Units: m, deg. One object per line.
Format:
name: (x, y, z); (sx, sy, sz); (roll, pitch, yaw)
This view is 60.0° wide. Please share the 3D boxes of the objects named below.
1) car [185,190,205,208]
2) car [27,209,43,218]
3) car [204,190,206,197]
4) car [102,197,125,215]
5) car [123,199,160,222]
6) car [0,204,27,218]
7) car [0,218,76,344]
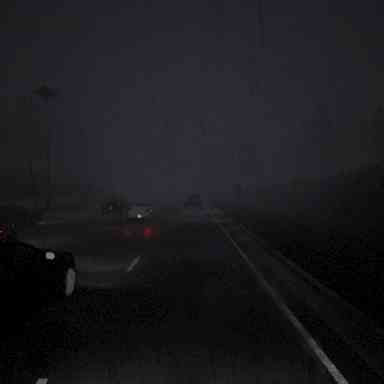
car: (0.214, 1.006, 40.597); (2.097, 1.767, 4.553); (0, 0, 1)
car: (-10.394, 1.387, 18.721); (2.033, 1.411, 5.357); (0, 0, 0)
car: (2.679, 0.437, 92.651); (2.150, 2.045, 5.566); (0, 0, 3)
car: (-6.887, 1.214, 30.863); (1.882, 1.535, 5.008); (0, 0, 0)
car: (-3.392, 1.323, 23.752); (1.812, 1.442, 4.674); (0, 0, 0)
car: (-6.892, 1.271, 9.345); (2.097, 1.767, 4.553); (0, 0, 0)
car: (-3.393, 1.433, 5.109); (1.882, 1.535, 5.008); (0, 0, 0)
